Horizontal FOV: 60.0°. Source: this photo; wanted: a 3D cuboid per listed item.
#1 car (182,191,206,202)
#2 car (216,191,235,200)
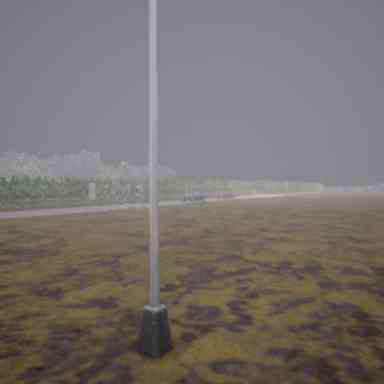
[{"bbox_3d":[0.418,0.677,54.268,2.097,1.767,4.553,1,2,36],"label":"car"},{"bbox_3d":[6.279,0.587,62.533,2.128,1.511,4.902,1,2,36],"label":"car"}]
